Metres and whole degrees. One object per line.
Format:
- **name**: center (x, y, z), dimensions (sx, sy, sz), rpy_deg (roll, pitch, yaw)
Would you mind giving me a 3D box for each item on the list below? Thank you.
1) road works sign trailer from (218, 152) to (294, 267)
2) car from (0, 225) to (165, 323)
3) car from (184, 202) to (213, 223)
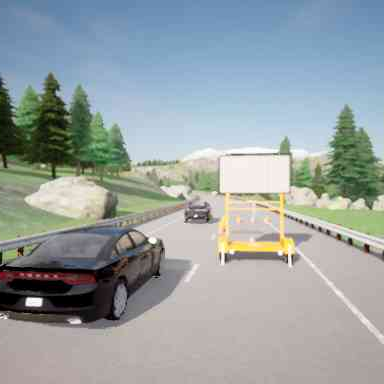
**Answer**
- **road works sign trailer**: center (2.131, 0.460, 11.447), dimensions (2.380, 3.560, 2.880), rpy_deg (0, 0, 8)
- **car**: center (-1.957, 1.475, 7.376), dimensions (1.882, 1.535, 5.008), rpy_deg (0, 0, 9)
- **car**: center (0.568, 1.482, 25.817), dimensions (2.128, 1.511, 4.902), rpy_deg (0, 0, 7)
